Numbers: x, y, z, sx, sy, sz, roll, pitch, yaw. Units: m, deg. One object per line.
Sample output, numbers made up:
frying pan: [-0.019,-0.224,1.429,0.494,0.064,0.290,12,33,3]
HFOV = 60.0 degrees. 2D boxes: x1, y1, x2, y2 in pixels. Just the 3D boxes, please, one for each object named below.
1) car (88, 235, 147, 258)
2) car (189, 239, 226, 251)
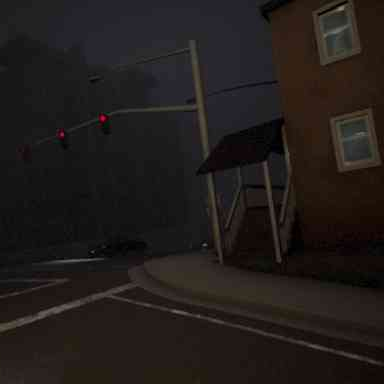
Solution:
car: [-5.228,3.847,23.808,1.812,1.442,4.674,-10,-10,33]
car: [1.666,5.516,33.264,2.097,1.767,4.553,-10,-18,34]
